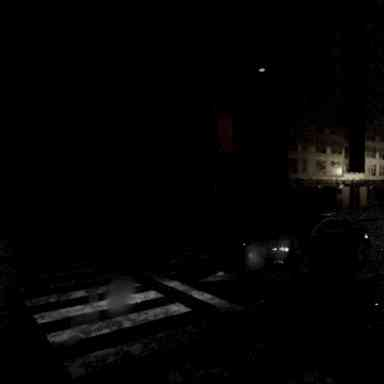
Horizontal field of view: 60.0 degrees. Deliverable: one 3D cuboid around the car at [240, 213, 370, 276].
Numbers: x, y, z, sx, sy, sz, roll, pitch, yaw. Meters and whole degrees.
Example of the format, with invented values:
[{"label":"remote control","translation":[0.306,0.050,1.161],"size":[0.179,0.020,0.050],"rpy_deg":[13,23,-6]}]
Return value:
[{"label":"car","translation":[3.607,1.442,10.255],"size":[4.902,1.511,2.128],"rpy_deg":[0,0,-36]}]
